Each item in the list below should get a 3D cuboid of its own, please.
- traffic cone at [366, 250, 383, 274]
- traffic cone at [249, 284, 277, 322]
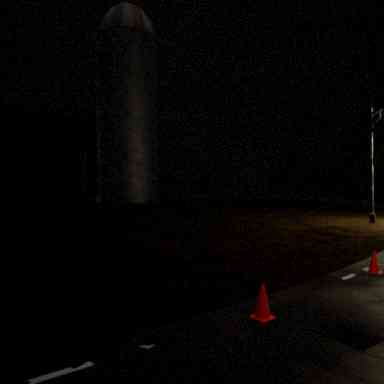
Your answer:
[{"bbox_3d":[4.898,1.870,8.944,0.340,0.580,0.340,-1,0,-43],"label":"traffic cone"},{"bbox_3d":[1.248,1.918,5.860,0.340,0.580,0.340,-1,0,-38],"label":"traffic cone"}]
